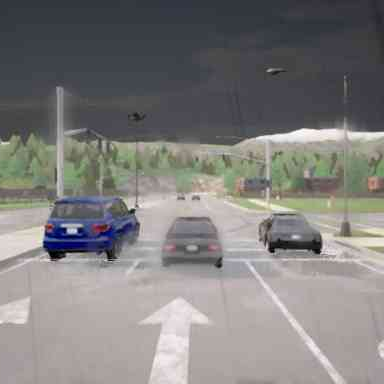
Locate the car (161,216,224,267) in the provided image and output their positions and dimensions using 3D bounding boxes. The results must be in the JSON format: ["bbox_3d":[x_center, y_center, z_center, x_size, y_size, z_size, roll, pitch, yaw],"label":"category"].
[{"bbox_3d":[0.037,1.530,11.330,2.033,1.411,5.357,0,0,1],"label":"car"}]

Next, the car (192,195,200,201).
[{"bbox_3d":[0.953,1.268,76.818,1.994,1.385,4.181,0,0,1],"label":"car"}]

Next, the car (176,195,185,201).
[{"bbox_3d":[-2.546,1.311,76.897,1.895,1.301,4.718,0,0,1],"label":"car"}]

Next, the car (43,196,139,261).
[{"bbox_3d":[-3.444,1.204,12.367,2.150,2.045,5.566,0,0,1],"label":"car"}]

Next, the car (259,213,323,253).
[{"bbox_3d":[3.887,1.544,13.667,1.994,1.385,4.181,0,0,6],"label":"car"}]

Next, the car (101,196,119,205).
[{"bbox_3d":[-14.364,1.413,58.606,1.837,1.490,4.892,0,0,1],"label":"car"}]
